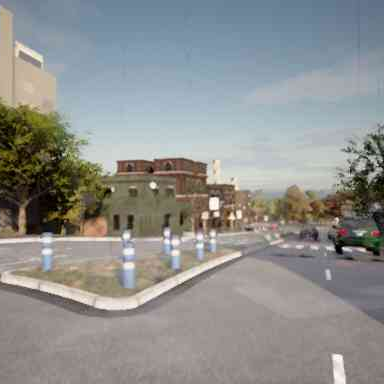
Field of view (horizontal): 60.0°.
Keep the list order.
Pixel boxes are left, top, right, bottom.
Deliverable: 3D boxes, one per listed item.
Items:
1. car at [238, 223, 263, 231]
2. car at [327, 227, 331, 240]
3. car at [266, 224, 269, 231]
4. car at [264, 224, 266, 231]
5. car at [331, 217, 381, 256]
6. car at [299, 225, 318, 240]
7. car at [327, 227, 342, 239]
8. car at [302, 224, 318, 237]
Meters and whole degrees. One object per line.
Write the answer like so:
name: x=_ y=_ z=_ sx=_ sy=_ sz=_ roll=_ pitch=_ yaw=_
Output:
car: x=12.941 y=8.286 z=76.333 sx=4.892 sy=1.521 sz=2.231 roll=1 pitch=-5 yaw=1
car: x=13.387 y=3.875 z=29.506 sx=2.128 sy=1.511 sz=4.902 roll=0 pitch=-6 yaw=22
car: x=15.989 y=9.174 z=84.843 sx=5.366 sy=1.575 sz=1.946 roll=1 pitch=-5 yaw=1
car: x=15.059 y=8.910 z=82.005 sx=4.792 sy=1.488 sz=2.163 roll=1 pitch=-5 yaw=1
car: x=9.632 y=2.554 z=19.701 sx=2.150 sy=2.045 sz=5.566 roll=0 pitch=-6 yaw=21
car: x=13.952 y=4.899 z=39.932 sx=1.837 sy=1.490 sz=4.892 roll=0 pitch=-6 yaw=21
car: x=20.672 y=5.890 z=48.456 sx=1.882 sy=1.535 sz=5.008 roll=0 pitch=-6 yaw=21
car: x=17.633 y=5.780 z=49.607 sx=2.097 sy=1.767 sz=4.553 roll=0 pitch=-6 yaw=21
